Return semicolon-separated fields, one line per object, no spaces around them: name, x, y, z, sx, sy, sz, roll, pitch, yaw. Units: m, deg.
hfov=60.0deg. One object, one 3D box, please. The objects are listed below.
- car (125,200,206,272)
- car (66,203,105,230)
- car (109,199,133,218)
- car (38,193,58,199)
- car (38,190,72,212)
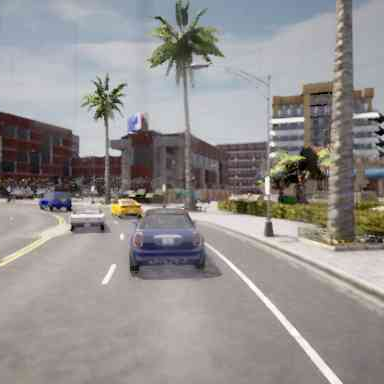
car;-0.876;1.303;10.849;2.097;1.767;4.553;0;0;-7
car;-6.333;1.503;20.255;1.895;1.301;4.718;0;0;-17
car;-5.749;1.345;28.412;1.882;1.535;5.008;0;0;-24
car;-35.210;1.003;81.396;4.193;1.474;1.816;0;0;19
car;-15.155;1.040;36.757;2.150;2.045;5.566;0;0;-40
